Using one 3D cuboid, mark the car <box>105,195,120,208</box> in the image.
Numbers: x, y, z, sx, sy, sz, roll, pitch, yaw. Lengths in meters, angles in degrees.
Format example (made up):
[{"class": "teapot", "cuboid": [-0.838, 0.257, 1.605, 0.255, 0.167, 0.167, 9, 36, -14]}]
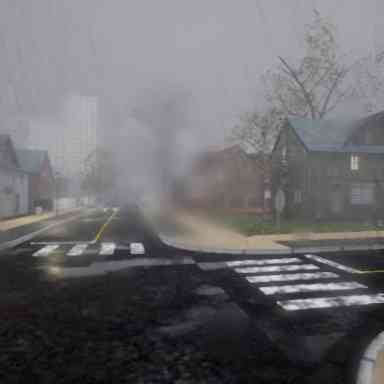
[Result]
[{"class": "car", "cuboid": [-13.045, 1.557, 54.594, 2.150, 2.045, 5.566, 1, -1, -10]}]
